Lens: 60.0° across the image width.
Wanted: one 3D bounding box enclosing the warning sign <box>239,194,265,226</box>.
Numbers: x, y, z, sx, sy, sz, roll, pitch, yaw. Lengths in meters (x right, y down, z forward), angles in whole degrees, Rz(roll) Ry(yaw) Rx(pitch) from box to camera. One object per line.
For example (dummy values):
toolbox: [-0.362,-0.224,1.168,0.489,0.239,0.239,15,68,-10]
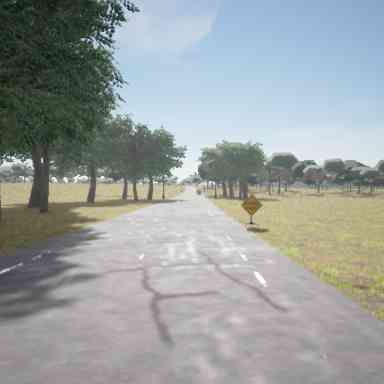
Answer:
warning sign: [3.623,1.083,20.221,1.300,1.860,1.060,1,1,0]
